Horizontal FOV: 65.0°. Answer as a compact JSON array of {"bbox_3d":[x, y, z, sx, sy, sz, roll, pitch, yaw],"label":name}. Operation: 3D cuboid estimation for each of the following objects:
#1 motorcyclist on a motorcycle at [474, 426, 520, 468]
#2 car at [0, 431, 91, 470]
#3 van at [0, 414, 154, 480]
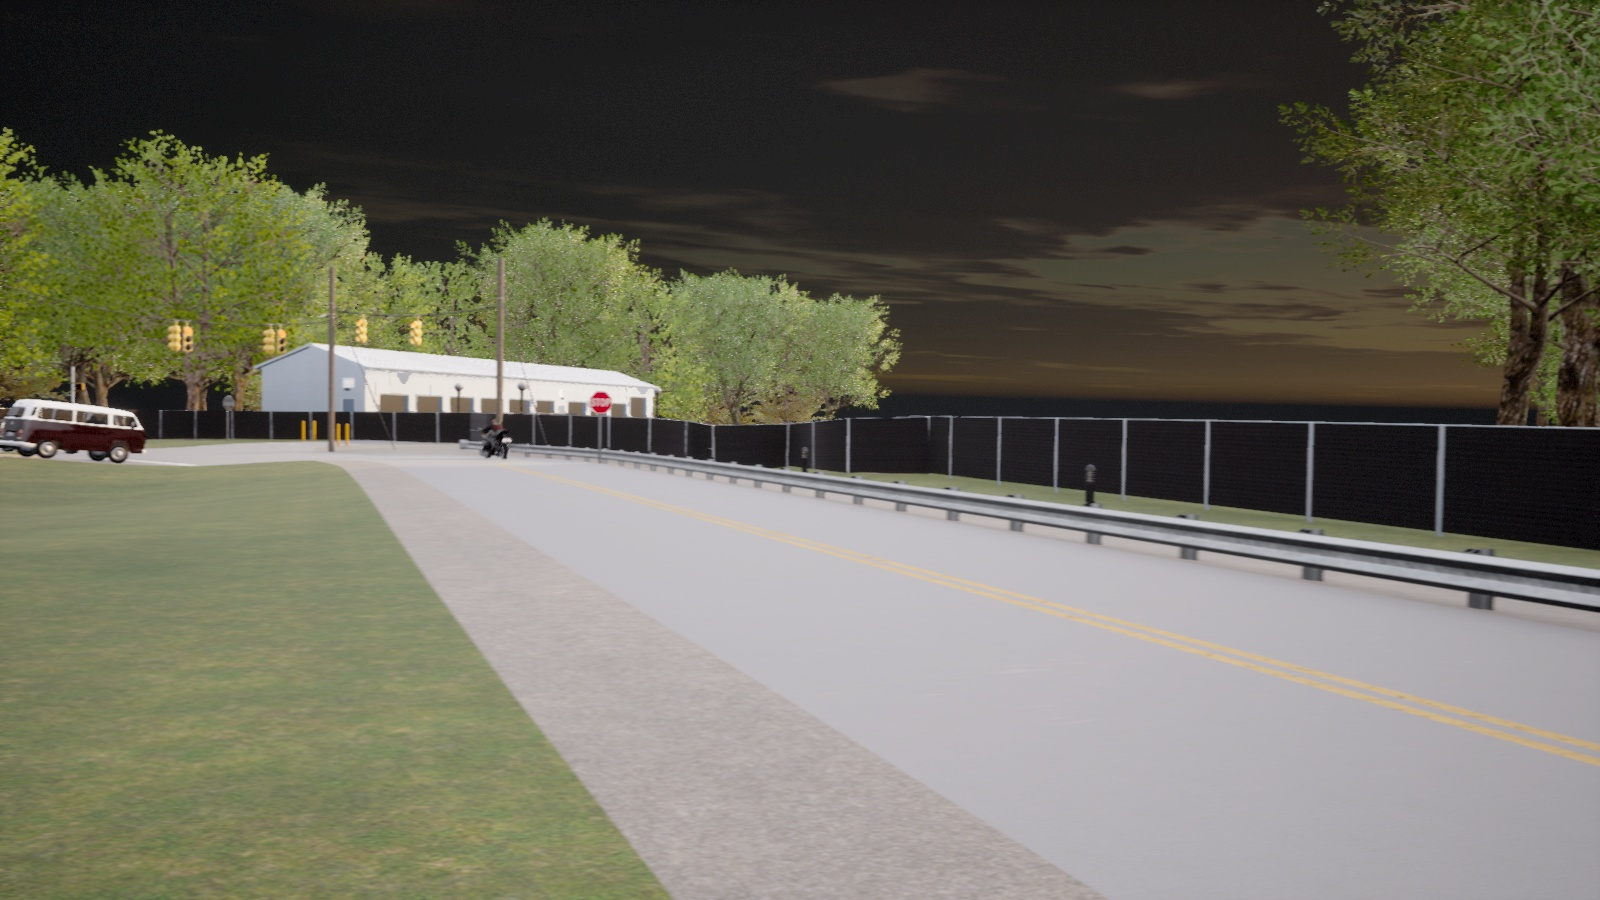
[{"bbox_3d":[-11.533,-0.114,47.700,0.866,1.530,2.191,-2,2,-37],"label":"motorcyclist on a motorcycle"},{"bbox_3d":[-36.533,0.008,59.310,5.027,1.651,2.152,1,3,8],"label":"car"},{"bbox_3d":[-26.160,-0.082,45.348,2.069,2.038,4.480,2,-3,35],"label":"van"}]
